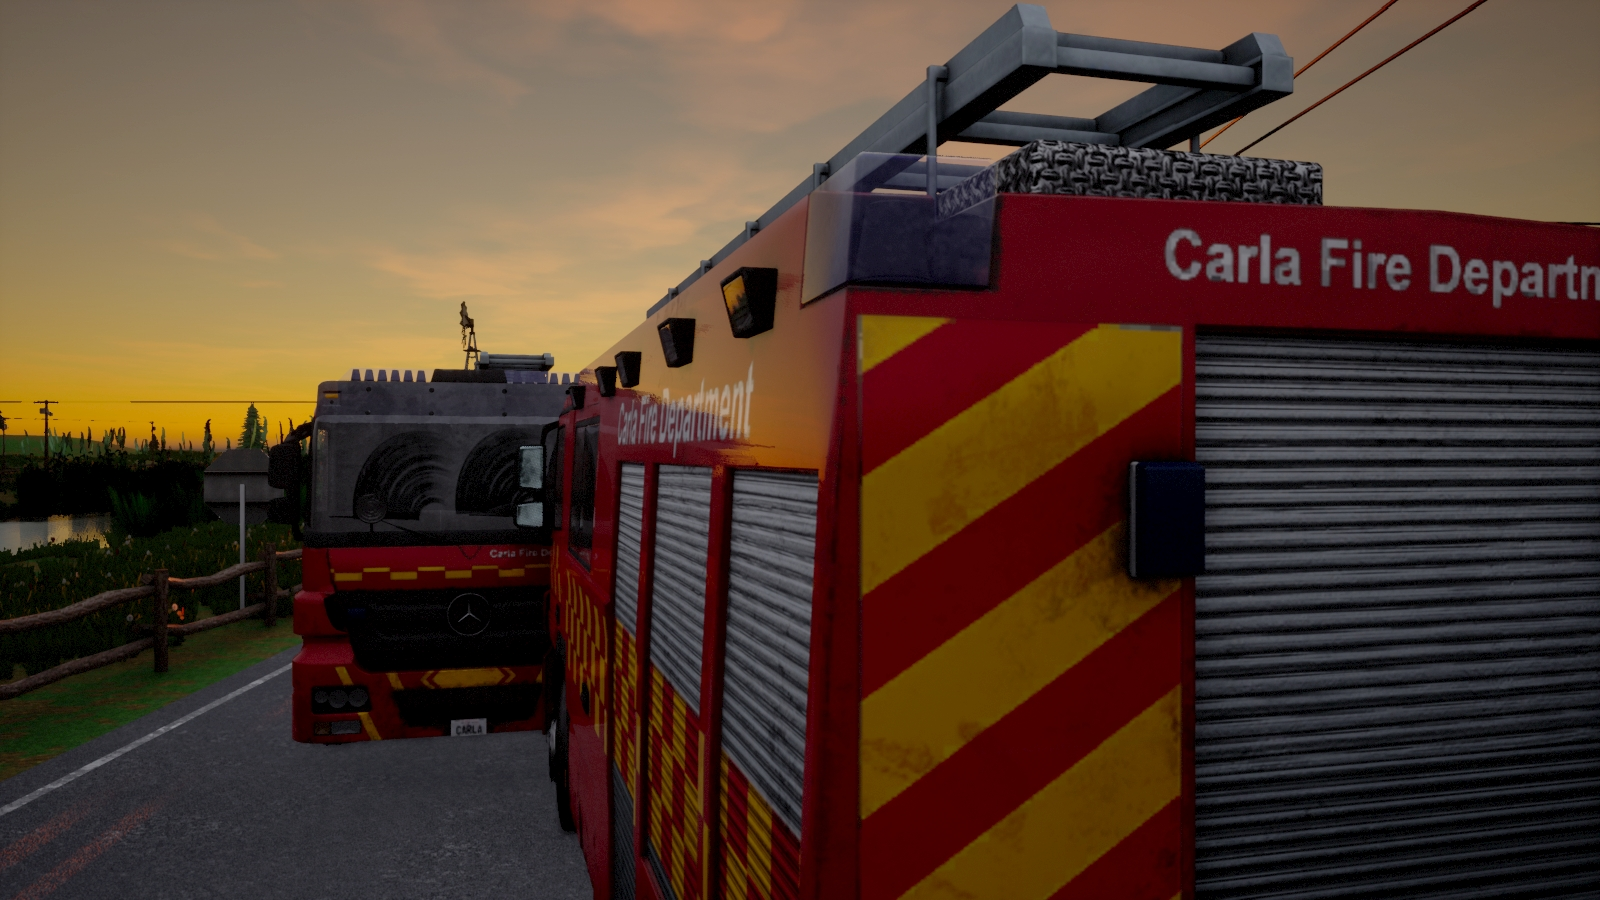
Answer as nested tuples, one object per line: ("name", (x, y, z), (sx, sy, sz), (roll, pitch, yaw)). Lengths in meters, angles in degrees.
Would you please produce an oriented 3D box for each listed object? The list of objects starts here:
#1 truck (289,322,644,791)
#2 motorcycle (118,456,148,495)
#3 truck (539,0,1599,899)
("truck", (-3.937, 0.862, 13.795), (2.891, 3.827, 8.468), (0, 0, -16))
("motorcycle", (-41.464, 1.577, 71.043), (0.803, 2.348, 2.033), (0, 0, -4))
("truck", (0.140, 0.867, 6.872), (2.891, 3.827, 8.468), (0, 0, -16))
